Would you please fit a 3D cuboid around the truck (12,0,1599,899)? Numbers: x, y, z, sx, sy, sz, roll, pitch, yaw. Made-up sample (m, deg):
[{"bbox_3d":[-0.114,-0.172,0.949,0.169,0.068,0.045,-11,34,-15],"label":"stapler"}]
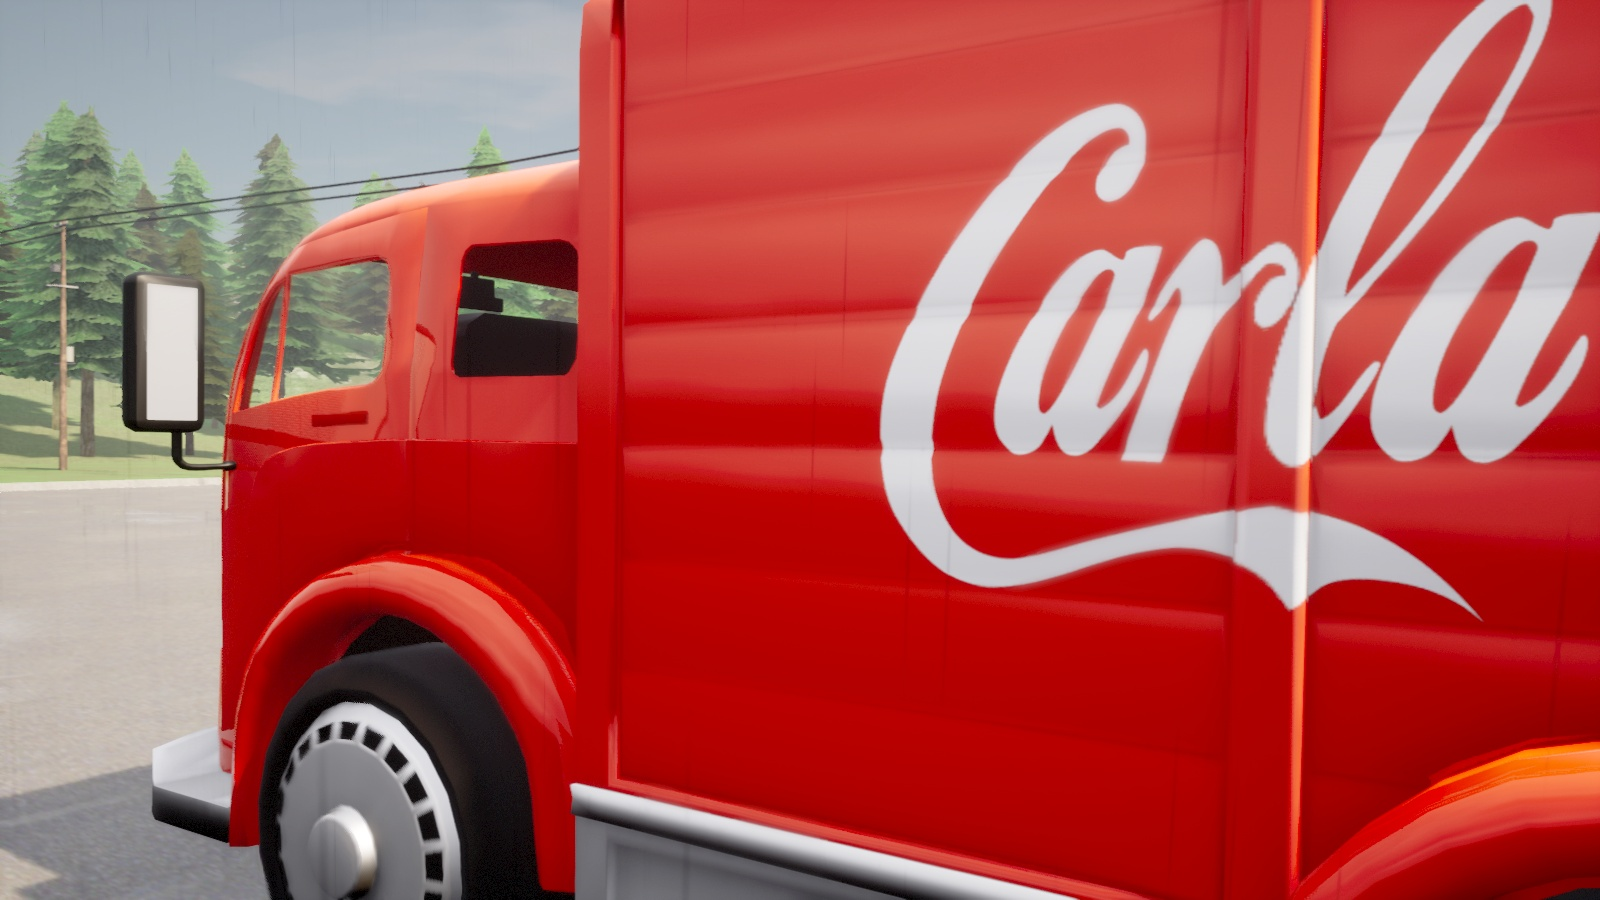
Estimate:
[{"bbox_3d":[0.750,0.195,3.112,5.204,2.467,2.627,0,1,33],"label":"truck"}]
